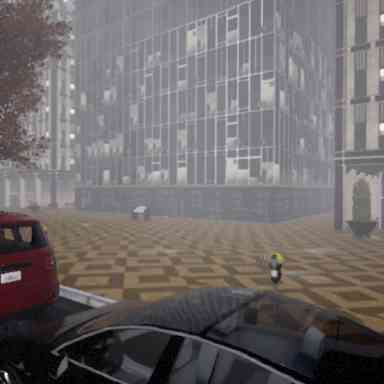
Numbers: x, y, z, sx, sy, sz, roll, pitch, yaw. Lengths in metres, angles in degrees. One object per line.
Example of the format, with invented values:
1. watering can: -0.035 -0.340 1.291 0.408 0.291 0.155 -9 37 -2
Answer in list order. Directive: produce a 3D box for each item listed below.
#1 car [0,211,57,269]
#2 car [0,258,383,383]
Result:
1. car: -4.487 1.264 6.076 5.009 1.841 2.192 1 0 35
2. car: 0.009 1.555 2.871 4.313 1.339 1.947 1 0 35
